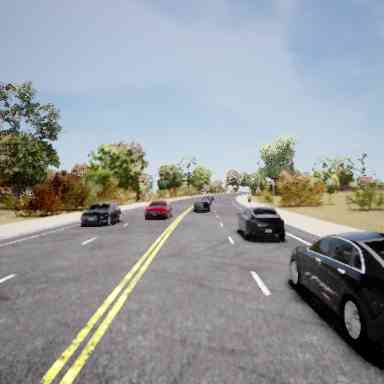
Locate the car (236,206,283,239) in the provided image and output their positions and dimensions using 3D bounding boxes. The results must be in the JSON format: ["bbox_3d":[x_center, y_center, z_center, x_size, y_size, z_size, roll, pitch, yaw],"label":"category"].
[{"bbox_3d":[3.481,1.494,17.245,1.837,1.490,4.892,0,0,1],"label":"car"}]

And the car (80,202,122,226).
[{"bbox_3d":[-6.171,1.486,23.067,1.837,1.490,4.892,0,0,2],"label":"car"}]

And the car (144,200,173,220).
[{"bbox_3d":[-2.734,1.451,27.924,1.882,1.535,5.008,0,0,3],"label":"car"}]

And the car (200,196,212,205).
[{"bbox_3d":[2.400,1.439,55.826,1.812,1.442,4.674,0,0,5],"label":"car"}]

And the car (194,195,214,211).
[{"bbox_3d":[1.216,1.446,39.251,2.128,1.511,4.902,0,0,3],"label":"car"}]

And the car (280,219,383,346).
[{"bbox_3d":[3.283,1.504,6.320,1.837,1.490,4.892,0,0,1],"label":"car"}]
